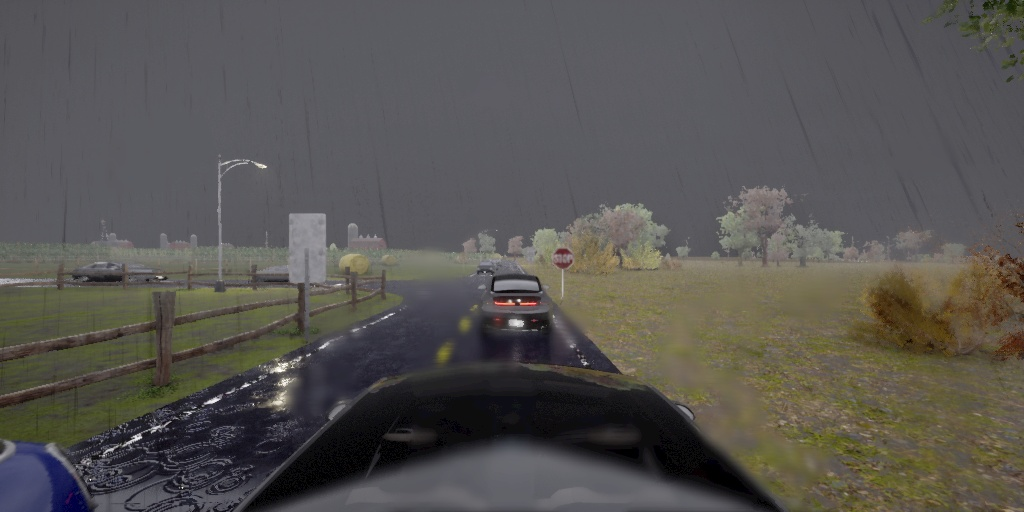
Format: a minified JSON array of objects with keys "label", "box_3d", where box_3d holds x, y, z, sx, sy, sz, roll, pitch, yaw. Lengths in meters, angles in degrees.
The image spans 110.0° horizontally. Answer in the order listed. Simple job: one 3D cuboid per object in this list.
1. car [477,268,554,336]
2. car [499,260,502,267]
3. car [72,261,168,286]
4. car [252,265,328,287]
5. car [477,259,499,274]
[{"label":"car","box_3d":[0.068,1.255,10.384,1.837,1.490,4.892,0,0,-1]},{"label":"car","box_3d":[-2.840,1.272,50.623,2.128,1.511,4.902,0,0,0]},{"label":"car","box_3d":[-24.980,1.099,22.995,4.902,1.511,2.128,0,1,-1]},{"label":"car","box_3d":[-14.219,1.246,23.137,4.181,1.385,1.994,0,1,-3]},{"label":"car","box_3d":[-2.851,1.316,40.434,2.033,1.411,5.357,0,0,0]}]
